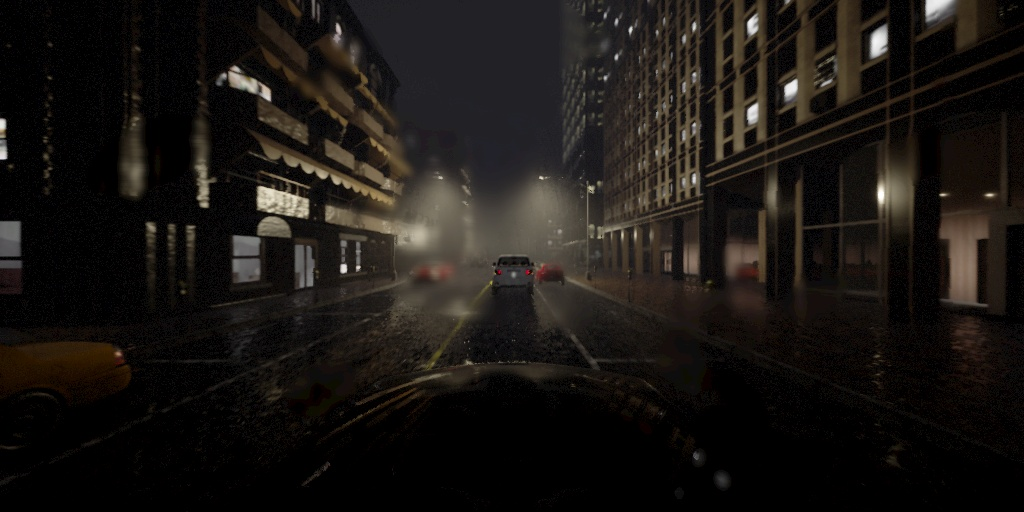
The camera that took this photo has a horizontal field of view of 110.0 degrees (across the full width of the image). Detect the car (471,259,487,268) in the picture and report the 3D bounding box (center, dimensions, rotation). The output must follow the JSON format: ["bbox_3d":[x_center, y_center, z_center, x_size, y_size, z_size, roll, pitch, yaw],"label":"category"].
[{"bbox_3d":[-5.738,1.205,59.061,2.007,1.370,4.403,0,0,0],"label":"car"}]

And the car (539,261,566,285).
[{"bbox_3d":[2.673,1.245,25.177,1.888,1.381,4.507,0,0,0],"label":"car"}]

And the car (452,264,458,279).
[{"bbox_3d":[-5.712,1.282,30.818,1.802,1.307,4.207,0,0,0],"label":"car"}]

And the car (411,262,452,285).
[{"bbox_3d":[-5.707,1.150,25.170,1.967,1.591,4.097,0,0,0],"label":"car"}]

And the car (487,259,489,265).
[{"bbox_3d":[-5.742,1.197,64.709,2.007,1.370,4.403,0,0,0],"label":"car"}]

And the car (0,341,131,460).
[{"bbox_3d":[-5.687,1.281,2.406,1.751,1.417,4.829,0,0,0],"label":"car"}]

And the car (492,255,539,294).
[{"bbox_3d":[0.088,0.936,19.995,2.150,2.045,5.566,0,0,0],"label":"car"}]
